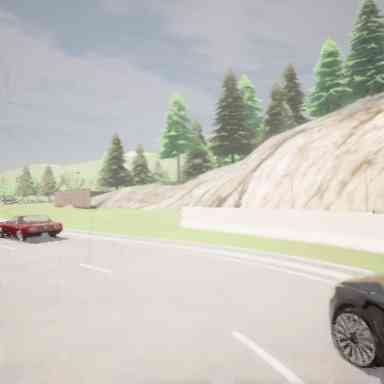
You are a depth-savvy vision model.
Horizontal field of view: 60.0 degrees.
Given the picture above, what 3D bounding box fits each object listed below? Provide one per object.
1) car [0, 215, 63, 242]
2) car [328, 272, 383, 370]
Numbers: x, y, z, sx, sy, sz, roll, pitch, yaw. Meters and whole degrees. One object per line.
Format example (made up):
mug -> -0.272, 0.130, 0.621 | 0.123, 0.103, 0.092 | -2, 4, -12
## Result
car -> -9.071, 1.908, 18.362 | 4.718, 1.301, 1.895 | -2, 0, 42
car -> 3.143, 1.381, 2.857 | 2.128, 1.511, 4.902 | -2, 0, -11
